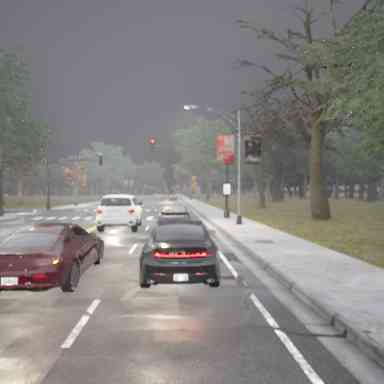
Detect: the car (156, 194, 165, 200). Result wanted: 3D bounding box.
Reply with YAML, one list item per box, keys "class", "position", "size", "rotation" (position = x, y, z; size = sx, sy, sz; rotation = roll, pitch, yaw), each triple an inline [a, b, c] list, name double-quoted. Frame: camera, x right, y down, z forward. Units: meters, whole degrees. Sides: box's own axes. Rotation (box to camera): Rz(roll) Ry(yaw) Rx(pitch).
- class: "car"
  position: [-8.186, 1.296, 86.790]
  size: [2.128, 1.511, 4.902]
  rotation: [0, 0, -3]

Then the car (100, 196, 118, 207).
- class: "car"
  position: [-12.723, 1.442, 51.098]
  size: [1.812, 1.442, 4.674]
  rotation: [0, 0, -3]

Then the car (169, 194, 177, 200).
- class: "car"
  position: [-4.341, 1.436, 76.579]
  size: [2.033, 1.411, 5.357]
  rotation: [0, 0, -3]

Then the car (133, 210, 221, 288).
- class: "car"
  position: [-0.356, 1.487, 9.188]
  size: [1.837, 1.490, 4.892]
  rotation: [0, 0, -3]

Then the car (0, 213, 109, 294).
- class: "car"
  position: [-3.580, 1.508, 8.579]
  size: [1.812, 1.442, 4.674]
  rotation: [0, 0, -4]

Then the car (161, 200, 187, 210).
- class: "car"
  position: [-1.049, 1.456, 19.498]
  size: [2.128, 1.511, 4.902]
  rotation: [0, 0, -3]

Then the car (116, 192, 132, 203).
- class: "car"
  position: [-13.538, 1.125, 66.514]
  size: [2.150, 2.045, 5.566]
  rotation: [0, 0, -3]

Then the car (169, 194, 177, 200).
- class: "car"
  position: [-4.941, 1.296, 86.977]
  size: [2.128, 1.511, 4.902]
  rotation: [0, 0, -3]

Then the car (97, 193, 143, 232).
- class: "car"
  position: [-4.199, 1.185, 19.801]
  size: [2.150, 2.045, 5.566]
  rotation: [0, 0, -5]

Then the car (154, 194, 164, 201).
- class: "car"
  position: [-7.586, 1.374, 76.392]
  size: [1.882, 1.535, 5.008]
  rotation: [0, 0, -3]
